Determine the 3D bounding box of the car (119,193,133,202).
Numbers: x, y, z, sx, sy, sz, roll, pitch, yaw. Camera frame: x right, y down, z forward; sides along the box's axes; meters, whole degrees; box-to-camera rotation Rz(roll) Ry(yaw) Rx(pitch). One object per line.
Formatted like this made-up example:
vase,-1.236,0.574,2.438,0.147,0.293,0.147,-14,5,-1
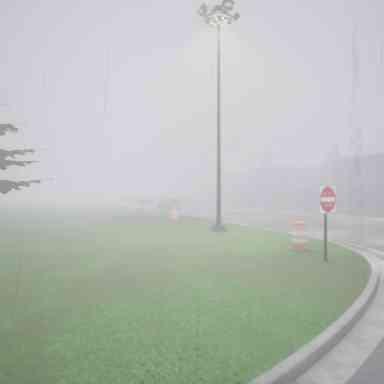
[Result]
car,-16.018,1.240,80.556,2.150,2.045,5.566,0,0,-24

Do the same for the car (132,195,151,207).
car,-7.387,1.502,52.426,2.128,1.511,4.902,0,0,-24

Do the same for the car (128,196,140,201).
car,-15.293,1.612,87.615,1.895,1.301,4.718,0,0,-24

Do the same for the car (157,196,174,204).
car,-5.186,1.540,64.579,1.812,1.442,4.674,0,0,-24

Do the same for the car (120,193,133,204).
car,-11.497,1.503,61.746,2.128,1.511,4.902,0,0,-24

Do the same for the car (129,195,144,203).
car,-11.850,1.492,71.057,1.882,1.535,5.008,0,0,-24

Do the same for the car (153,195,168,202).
car,-7.611,1.542,78.817,2.128,1.511,4.902,0,0,-24

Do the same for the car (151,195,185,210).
car,-3.175,1.501,42.820,2.128,1.511,4.902,0,0,-24

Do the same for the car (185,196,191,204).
car,-1.754,1.520,65.469,1.837,1.490,4.892,0,0,-24
